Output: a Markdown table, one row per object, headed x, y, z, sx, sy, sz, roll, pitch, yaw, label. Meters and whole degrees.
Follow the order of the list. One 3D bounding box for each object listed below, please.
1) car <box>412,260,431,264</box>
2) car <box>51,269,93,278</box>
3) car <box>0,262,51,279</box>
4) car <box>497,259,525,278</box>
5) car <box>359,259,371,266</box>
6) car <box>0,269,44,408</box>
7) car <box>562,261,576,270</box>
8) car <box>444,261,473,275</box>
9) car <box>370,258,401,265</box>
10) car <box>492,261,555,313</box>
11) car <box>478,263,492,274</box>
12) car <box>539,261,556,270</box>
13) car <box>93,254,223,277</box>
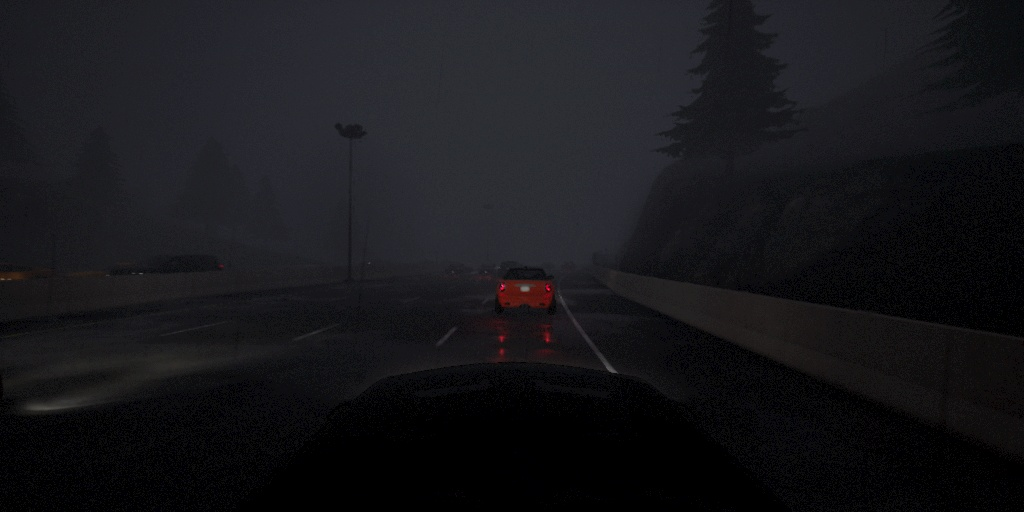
| x | y | z | sx | sy | sz | roll | pitch | yaw | label |
| --- | --- | --- | --- | --- | --- | --- | --- | --- | --- |
| -15.448 | 1.382 | 62.397 | 1.882 | 1.535 | 5.008 | 0 | 0 | 17 | car |
| -23.569 | 1.141 | 21.757 | 1.882 | 1.535 | 5.008 | 0 | 0 | 6 | car |
| -27.356 | 1.100 | 18.709 | 1.882 | 1.535 | 5.008 | 0 | 0 | 5 | car |
| -0.014 | 1.258 | 36.984 | 2.097 | 1.767 | 4.553 | 0 | 0 | 11 | car |
| -23.434 | 1.187 | 60.028 | 2.097 | 1.767 | 4.553 | 0 | 0 | 16 | car |
| -6.875 | 1.052 | 2.154 | 2.097 | 1.767 | 4.553 | 1 | 0 | 0 | car |
| 9.503 | 1.570 | 59.709 | 2.128 | 1.511 | 4.902 | 0 | 0 | 19 | car |
| -6.159 | 1.485 | 42.303 | 1.895 | 1.301 | 4.718 | 0 | 0 | 12 | car |
| -20.204 | 1.400 | 58.596 | 2.033 | 1.411 | 5.357 | 0 | 0 | 16 | car |
| 0.623 | 1.163 | 14.489 | 2.097 | 1.767 | 4.553 | 0 | 0 | 5 | car |
| -2.482 | 1.515 | 42.692 | 1.895 | 1.301 | 4.718 | 0 | 0 | 12 | car |
| 5.935 | 1.617 | 59.920 | 1.994 | 1.385 | 4.181 | 0 | 0 | 19 | car |
| -20.125 | 0.908 | 21.162 | 2.150 | 2.045 | 5.566 | 0 | 0 | 6 | car |
